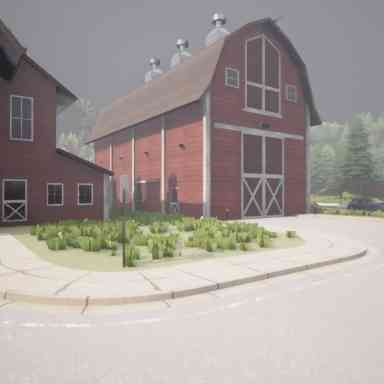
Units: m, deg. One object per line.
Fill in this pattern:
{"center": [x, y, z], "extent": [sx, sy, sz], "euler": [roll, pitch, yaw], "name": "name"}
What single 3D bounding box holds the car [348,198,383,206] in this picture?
{"center": [19.009, 1.397, 35.344], "extent": [2.097, 1.767, 4.553], "euler": [0, 0, -34], "name": "car"}
